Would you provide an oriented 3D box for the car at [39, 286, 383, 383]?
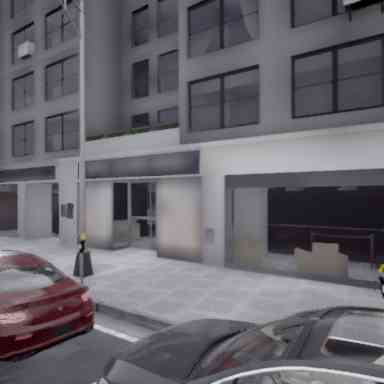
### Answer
[{"bbox_3d":[1.144,1.553,2.262,4.403,1.369,2.008,-1,0,35],"label":"car"}]

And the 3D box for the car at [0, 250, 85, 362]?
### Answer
[{"bbox_3d":[-3.354,1.635,5.470,4.206,1.307,1.802,-1,0,35],"label":"car"}]
